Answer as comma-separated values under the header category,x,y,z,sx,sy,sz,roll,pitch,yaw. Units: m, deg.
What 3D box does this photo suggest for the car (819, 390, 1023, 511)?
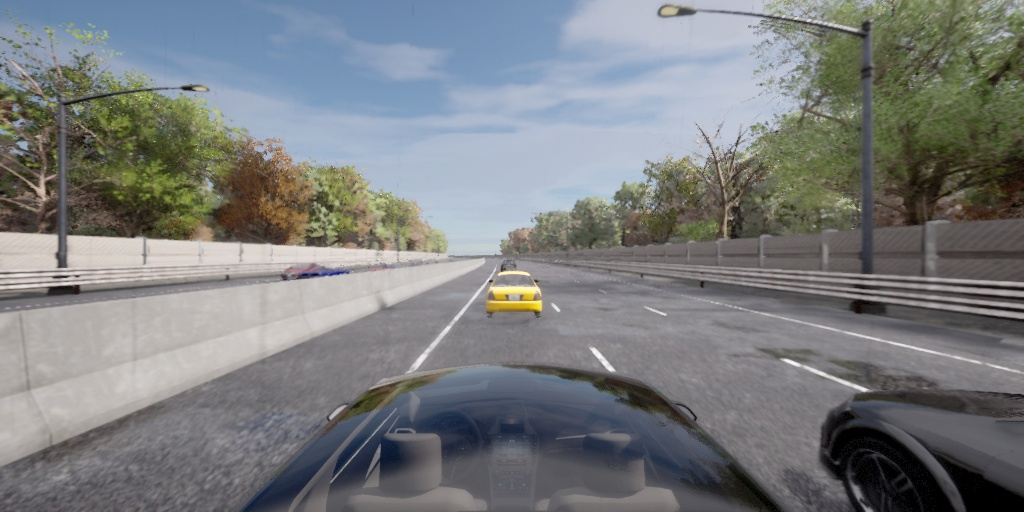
category,x,y,z,sx,sy,sz,roll,pitch,yaw
car,3.593,1.313,1.281,1.994,1.385,4.181,0,0,0

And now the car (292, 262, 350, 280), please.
category,x,y,z,sx,sy,sz,roll,pitch,yaw
car,-14.296,1.360,27.483,1.895,1.301,4.718,0,0,-1

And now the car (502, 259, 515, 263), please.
category,x,y,z,sx,sy,sz,roll,pitch,yaw
car,-0.429,1.196,44.563,2.033,1.649,4.856,0,0,-1

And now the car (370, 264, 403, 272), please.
category,x,y,z,sx,sy,sz,roll,pitch,yaw
car,-10.861,1.361,31.648,1.895,1.301,4.718,0,0,-1

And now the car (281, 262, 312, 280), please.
category,x,y,z,sx,sy,sz,roll,pitch,yaw
car,-17.851,1.286,31.001,1.812,1.442,4.674,0,0,-1

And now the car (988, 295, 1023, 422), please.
category,x,y,z,sx,sy,sz,roll,pitch,yaw
car,7.093,1.253,2.206,1.837,1.490,4.892,0,0,0

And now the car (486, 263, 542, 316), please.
category,x,y,z,sx,sy,sz,roll,pitch,yaw
car,0.053,1.211,13.237,1.801,1.575,5.366,0,0,0
